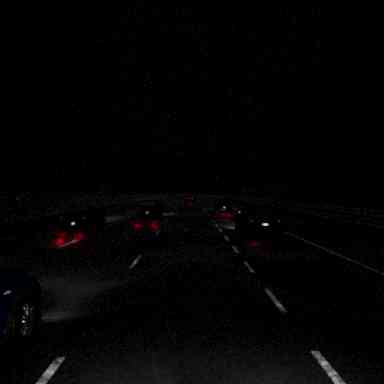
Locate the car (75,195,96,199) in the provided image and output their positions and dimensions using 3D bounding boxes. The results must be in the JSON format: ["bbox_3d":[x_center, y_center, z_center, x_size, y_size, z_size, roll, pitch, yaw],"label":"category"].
[{"bbox_3d":[-17.892,1.278,54.518,1.882,1.535,5.008,0,0,0],"label":"car"}]

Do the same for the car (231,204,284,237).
[{"bbox_3d":[3.500,1.518,17.890,1.994,1.385,4.181,0,0,0],"label":"car"}]

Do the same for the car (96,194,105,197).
[{"bbox_3d":[-21.445,1.205,77.105,2.097,1.767,4.553,0,-1,0],"label":"car"}]

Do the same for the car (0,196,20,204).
[{"bbox_3d":[-21.306,1.418,36.546,1.994,1.385,4.181,0,0,0],"label":"car"}]

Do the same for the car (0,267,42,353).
[{"bbox_3d":[-3.416,1.348,3.430,2.097,1.767,4.553,0,0,0],"label":"car"}]

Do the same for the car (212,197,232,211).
[{"bbox_3d":[3.387,1.352,37.317,1.837,1.490,4.892,0,-1,0],"label":"car"}]

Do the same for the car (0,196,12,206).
[{"bbox_3d":[-28.367,1.329,48.382,1.812,1.442,4.674,0,0,0],"label":"car"}]

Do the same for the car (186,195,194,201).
[{"bbox_3d":[-0.504,1.542,87.268,1.837,1.490,4.892,0,-1,0],"label":"car"}]

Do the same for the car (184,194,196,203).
[{"bbox_3d":[-0.368,1.329,64.052,1.837,1.490,4.892,0,0,0],"label":"car"}]

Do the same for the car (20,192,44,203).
[{"bbox_3d":[-24.881,1.021,51.390,2.150,2.045,5.566,0,0,0],"label":"car"}]

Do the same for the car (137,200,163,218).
[{"bbox_3d":[-3.564,1.427,28.698,1.812,1.442,4.674,0,1,0],"label":"car"}]

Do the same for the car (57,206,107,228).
[{"bbox_3d":[-7.020,1.539,21.785,1.895,1.301,4.718,0,0,0],"label":"car"}]
